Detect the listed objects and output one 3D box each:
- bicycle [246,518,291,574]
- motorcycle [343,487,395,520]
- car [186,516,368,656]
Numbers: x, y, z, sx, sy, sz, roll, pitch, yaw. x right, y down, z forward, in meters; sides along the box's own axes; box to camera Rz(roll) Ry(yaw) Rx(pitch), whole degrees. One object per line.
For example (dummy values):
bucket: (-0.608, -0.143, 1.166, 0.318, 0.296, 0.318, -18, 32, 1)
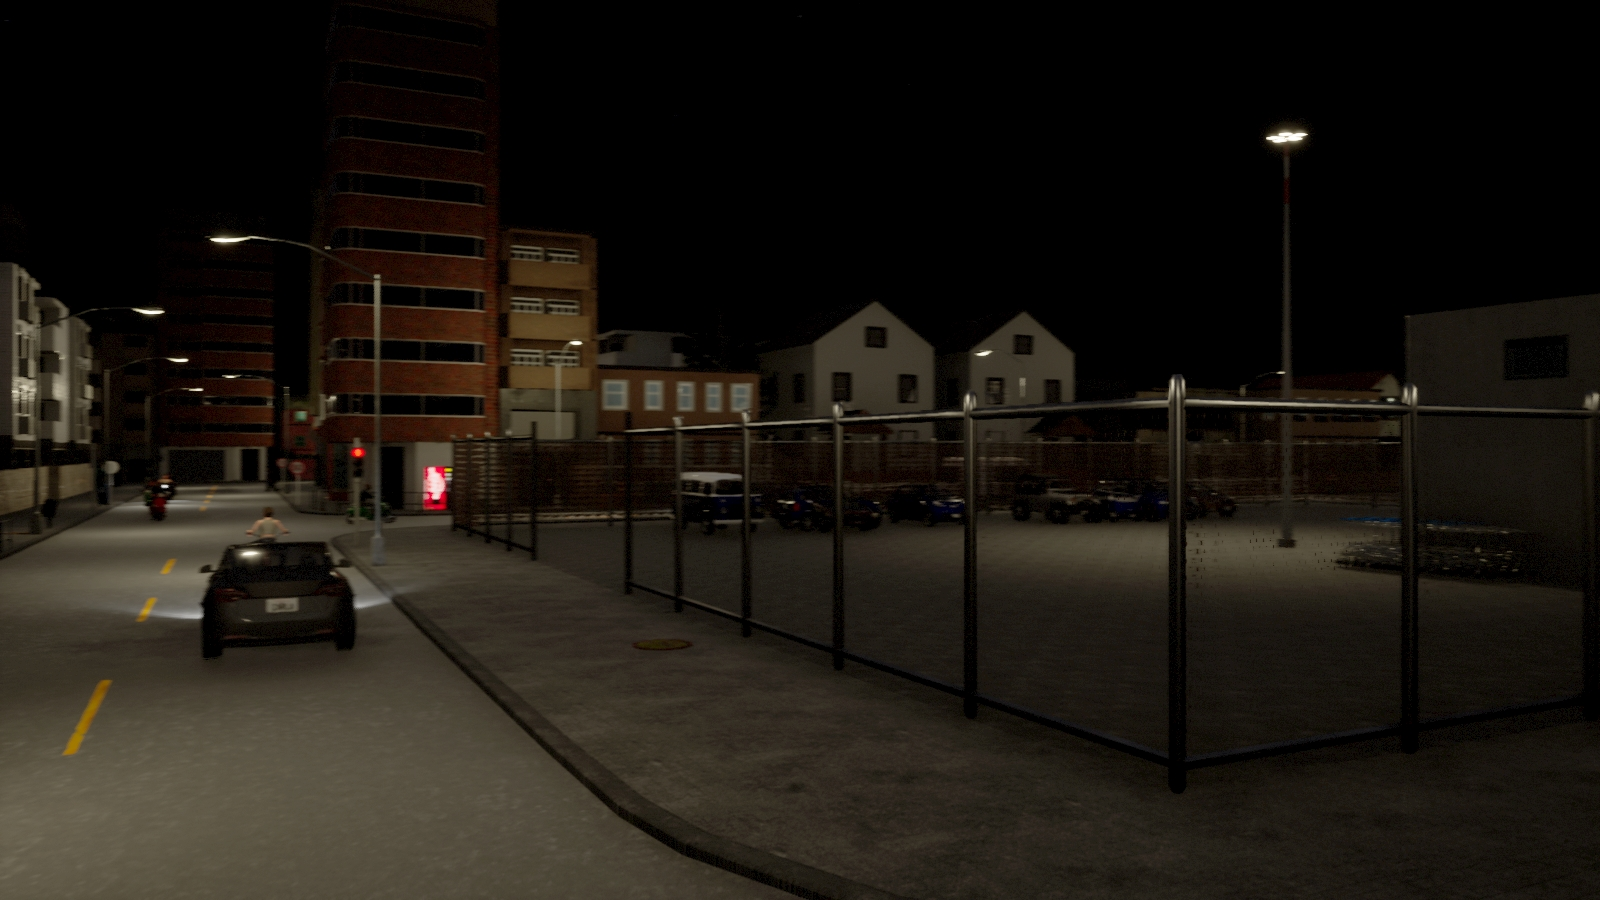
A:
bicycle: (-11.612, 2.083, 24.935, 0.859, 1.080, 1.487, 0, 0, -26)
motorcycle: (-16.523, 2.041, 43.845, 1.805, 1.236, 0.856, 0, -3, -14)
car: (-7.859, 1.875, 17.129, 2.163, 1.488, 4.792, 0, 0, -26)
